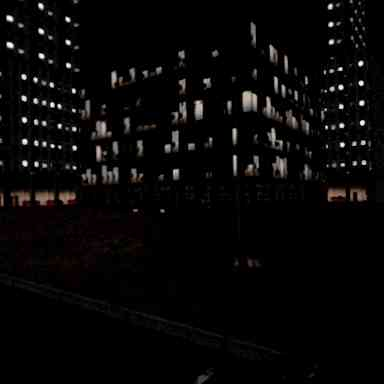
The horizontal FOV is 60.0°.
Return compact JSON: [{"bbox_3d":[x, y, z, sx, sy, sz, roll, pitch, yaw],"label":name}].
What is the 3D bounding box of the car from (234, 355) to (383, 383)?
[{"bbox_3d":[1.953,1.562,1.474,4.313,1.339,1.947,-1,-1,36],"label":"car"}]
